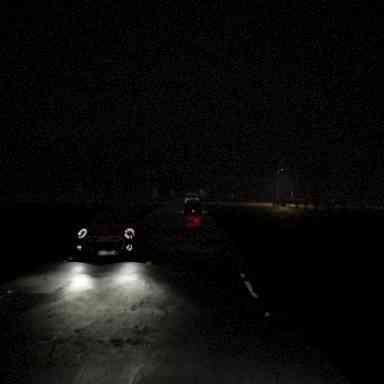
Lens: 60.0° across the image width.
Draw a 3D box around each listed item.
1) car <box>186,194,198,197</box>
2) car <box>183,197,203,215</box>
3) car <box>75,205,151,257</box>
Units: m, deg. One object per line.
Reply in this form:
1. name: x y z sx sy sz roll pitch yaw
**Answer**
1. car: 0.003 1.270 47.446 2.150 2.045 5.566 0 0 0
2. car: 0.099 1.547 34.245 1.837 1.490 4.892 0 0 0
3. car: -2.846 1.370 12.898 2.097 1.767 4.553 0 0 0
